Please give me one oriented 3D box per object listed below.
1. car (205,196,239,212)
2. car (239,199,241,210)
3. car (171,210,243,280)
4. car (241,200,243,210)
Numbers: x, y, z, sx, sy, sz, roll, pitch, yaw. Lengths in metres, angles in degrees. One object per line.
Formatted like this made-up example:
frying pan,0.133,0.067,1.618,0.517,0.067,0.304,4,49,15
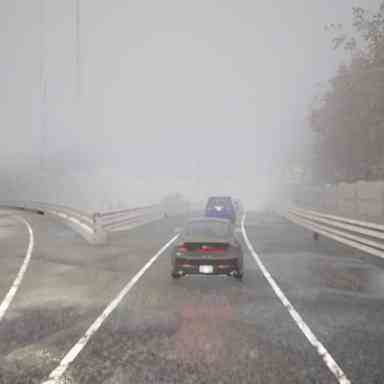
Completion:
car,2.232,1.284,25.358,2.150,2.045,5.566,0,0,8
car,4.784,1.784,41.412,1.812,1.442,4.674,0,-2,10
car,0.477,1.529,10.088,1.837,1.490,4.892,0,0,4
car,6.153,2.135,49.453,1.895,1.301,4.718,0,-2,10
